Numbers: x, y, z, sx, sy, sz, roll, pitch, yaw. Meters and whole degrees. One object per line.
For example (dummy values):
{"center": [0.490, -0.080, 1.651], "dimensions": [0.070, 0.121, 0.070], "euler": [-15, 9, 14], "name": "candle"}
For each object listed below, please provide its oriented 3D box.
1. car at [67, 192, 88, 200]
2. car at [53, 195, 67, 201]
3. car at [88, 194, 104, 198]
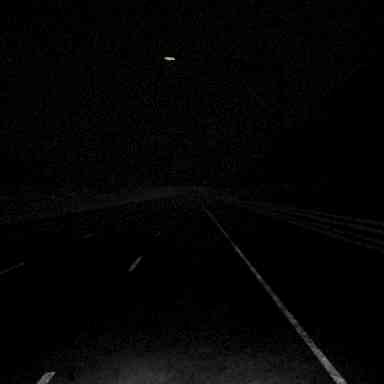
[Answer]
{"center": [-21.003, 1.057, 62.652], "dimensions": [2.150, 2.045, 5.566], "euler": [0, 0, 0], "name": "car"}
{"center": [-24.504, 1.344, 62.680], "dimensions": [2.128, 1.511, 4.902], "euler": [0, 0, 0], "name": "car"}
{"center": [-17.513, 1.363, 62.719], "dimensions": [1.812, 1.442, 4.674], "euler": [0, 0, 0], "name": "car"}
